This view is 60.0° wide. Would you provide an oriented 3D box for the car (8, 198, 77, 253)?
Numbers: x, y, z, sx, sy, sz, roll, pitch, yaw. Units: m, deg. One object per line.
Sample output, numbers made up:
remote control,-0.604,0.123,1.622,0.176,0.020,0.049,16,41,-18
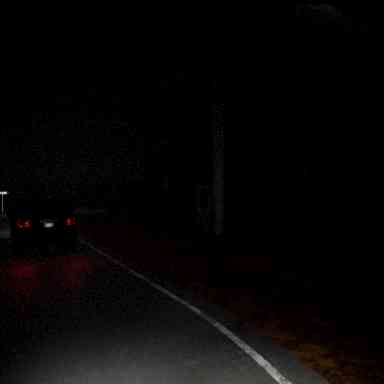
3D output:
car,-6.376,1.255,14.041,2.150,2.045,5.566,0,0,-30
